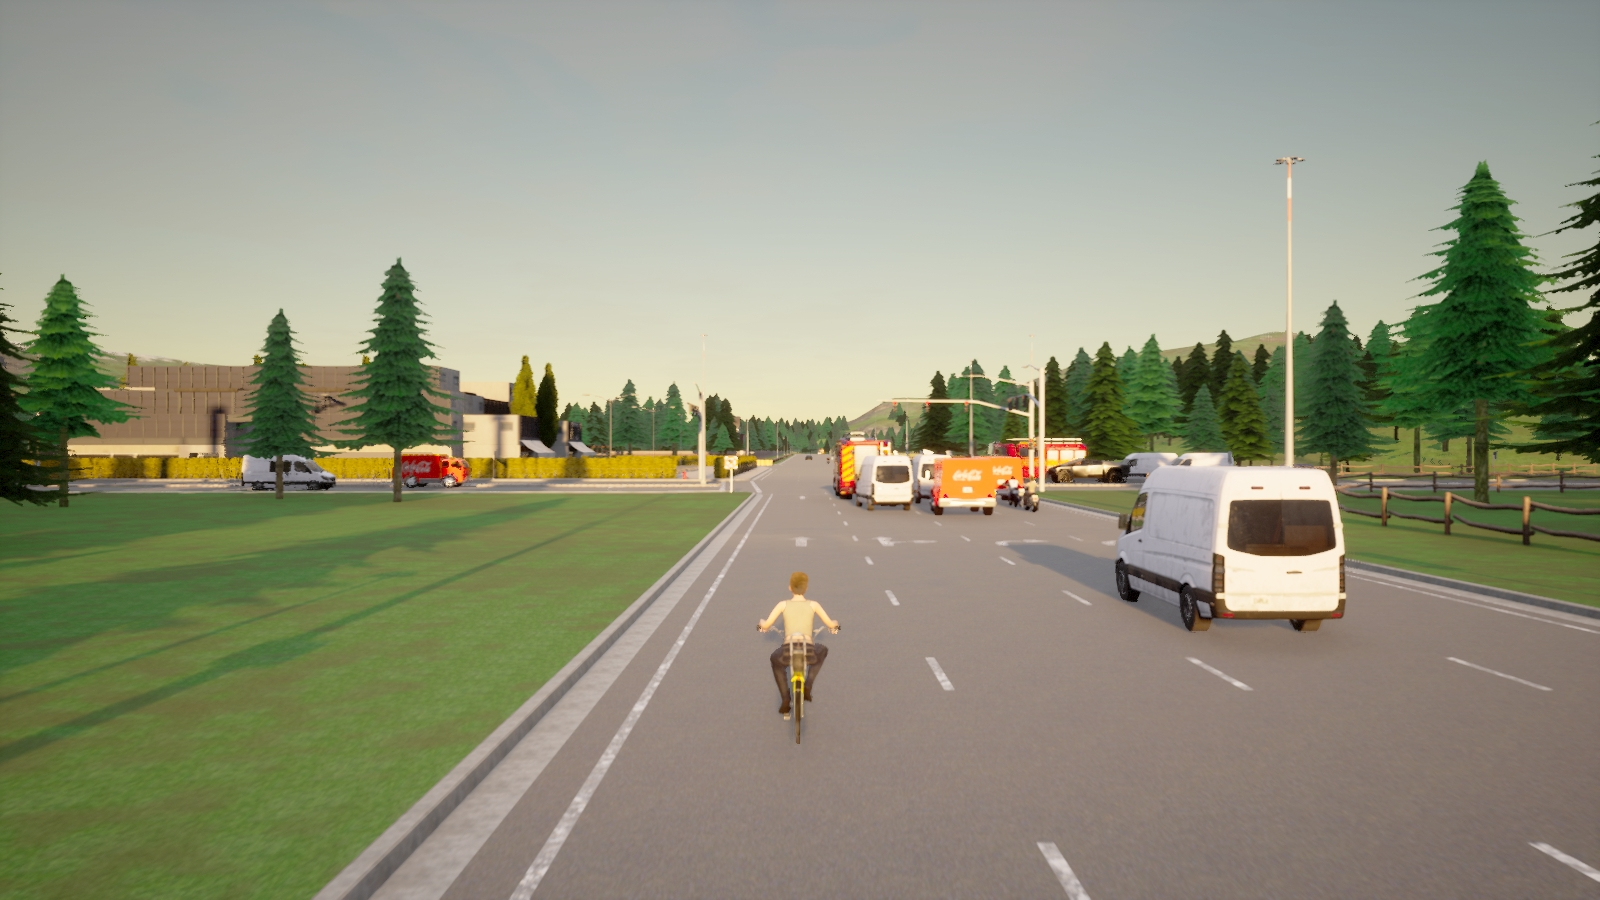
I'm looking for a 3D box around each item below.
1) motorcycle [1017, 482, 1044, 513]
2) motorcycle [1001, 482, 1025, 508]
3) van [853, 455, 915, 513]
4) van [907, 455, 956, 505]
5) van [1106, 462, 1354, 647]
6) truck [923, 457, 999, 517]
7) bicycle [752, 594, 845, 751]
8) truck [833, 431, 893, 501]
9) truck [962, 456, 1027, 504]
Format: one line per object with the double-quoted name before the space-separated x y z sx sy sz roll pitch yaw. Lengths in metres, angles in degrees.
"motorcycle" 10.500 2.155 52.115 0.764 1.307 2.356 0 0 0
"motorcycle" 10.498 2.186 56.309 0.803 1.199 2.033 0 0 0
"van" 3.929 1.534 54.278 1.988 2.561 5.915 0 0 -5
"van" 7.002 1.534 61.400 1.988 2.561 5.915 0 0 0
"van" 6.989 1.536 19.416 1.988 2.561 5.915 0 0 0
"truck" 6.998 1.565 50.240 2.627 2.467 5.204 0 0 0
"bicycle" -0.014 2.158 11.341 0.859 1.276 1.487 0 0 0
"truck" 3.557 0.890 66.755 2.891 3.827 8.468 0 0 -1
"truck" 10.486 1.568 62.046 2.627 2.467 5.204 0 0 0
